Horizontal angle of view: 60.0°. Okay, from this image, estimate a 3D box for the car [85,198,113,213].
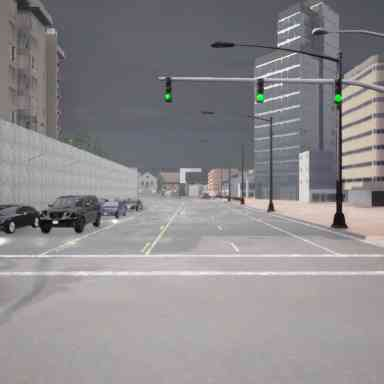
[{"bbox_3d":[-10.617,1.505,38.309,1.837,1.490,4.892,0,0,0],"label":"car"}]

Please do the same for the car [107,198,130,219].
[{"bbox_3d":[-7.117,1.526,29.696,1.812,1.442,4.674,0,0,0],"label":"car"}]

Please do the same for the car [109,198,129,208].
[{"bbox_3d":[-10.586,1.601,48.369,1.895,1.301,4.718,0,0,0],"label":"car"}]

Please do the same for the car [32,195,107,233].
[{"bbox_3d":[-7.109,1.221,20.056,2.150,2.045,5.566,0,0,0],"label":"car"}]

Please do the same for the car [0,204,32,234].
[{"bbox_3d":[-10.612,1.505,19.423,1.837,1.490,4.892,0,0,0],"label":"car"}]

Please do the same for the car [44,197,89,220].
[{"bbox_3d":[-10.617,1.352,28.491,2.097,1.767,4.553,0,0,0],"label":"car"}]

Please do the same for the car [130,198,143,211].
[{"bbox_3d":[-7.115,1.491,40.039,2.128,1.511,4.902,0,0,0],"label":"car"}]
